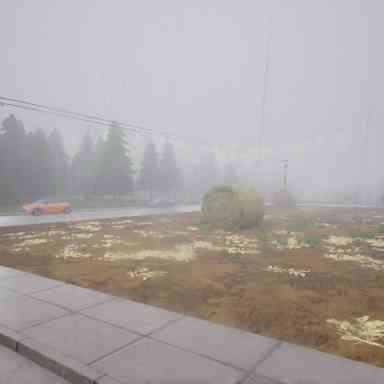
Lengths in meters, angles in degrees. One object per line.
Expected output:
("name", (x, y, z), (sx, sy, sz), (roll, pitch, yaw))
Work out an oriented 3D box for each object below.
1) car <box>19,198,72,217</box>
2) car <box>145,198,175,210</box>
("car", (-13.887, 1.378, 31.642), (2.097, 1.767, 4.553), (0, 0, 37))
("car", (-4.206, 1.553, 44.665), (1.812, 1.442, 4.674), (0, 0, 37))
